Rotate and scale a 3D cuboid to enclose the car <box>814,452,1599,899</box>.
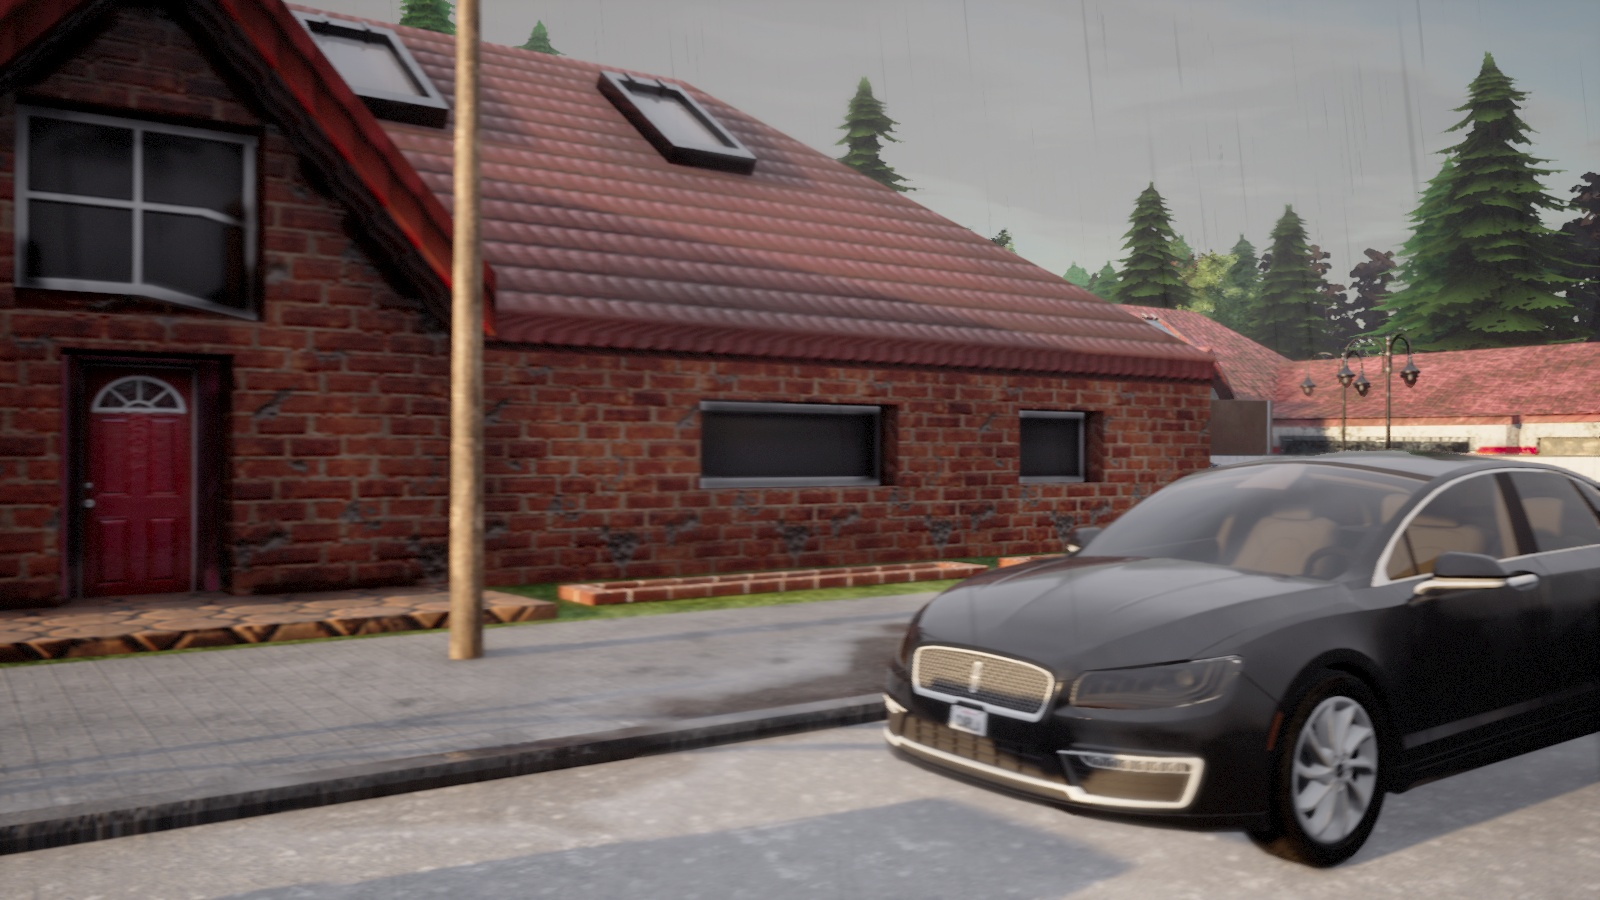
[{"bbox_3d":[2.592,0.759,6.074,4.892,1.490,1.837,0,0,-35],"label":"car"}]
